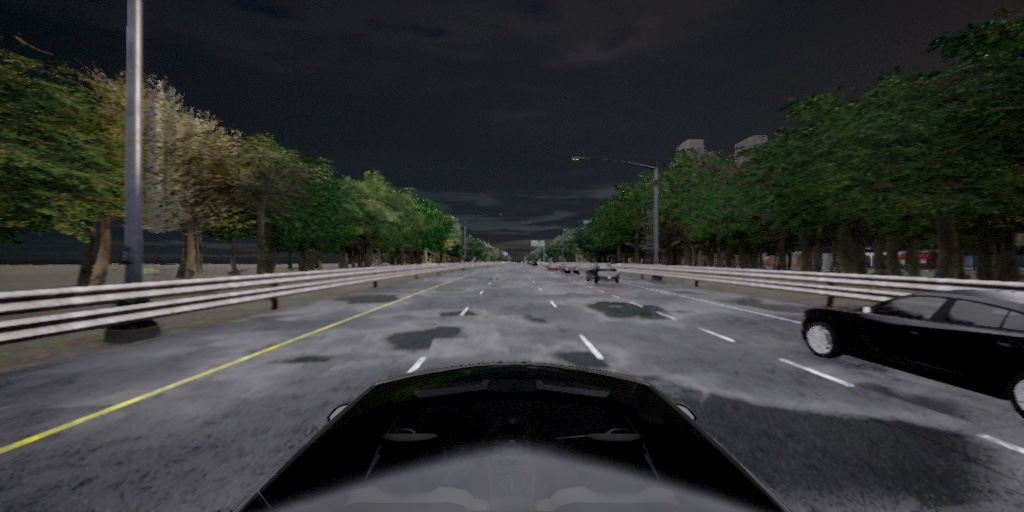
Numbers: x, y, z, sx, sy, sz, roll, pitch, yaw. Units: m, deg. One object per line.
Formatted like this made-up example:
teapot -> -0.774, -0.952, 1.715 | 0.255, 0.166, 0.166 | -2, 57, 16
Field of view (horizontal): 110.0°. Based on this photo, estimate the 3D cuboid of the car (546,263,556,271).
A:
car -> 7.196, 1.904, 63.530 | 1.994, 1.385, 4.181 | 0, -1, 0

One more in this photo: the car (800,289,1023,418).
car -> 7.002, 1.242, 5.489 | 1.882, 1.535, 5.008 | 0, 0, 0

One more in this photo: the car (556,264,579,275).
car -> 7.092, 1.660, 44.617 | 1.895, 1.301, 4.718 | 0, -1, 0

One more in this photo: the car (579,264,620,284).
car -> 7.034, 1.378, 28.329 | 2.128, 1.511, 4.902 | 0, -1, 0
